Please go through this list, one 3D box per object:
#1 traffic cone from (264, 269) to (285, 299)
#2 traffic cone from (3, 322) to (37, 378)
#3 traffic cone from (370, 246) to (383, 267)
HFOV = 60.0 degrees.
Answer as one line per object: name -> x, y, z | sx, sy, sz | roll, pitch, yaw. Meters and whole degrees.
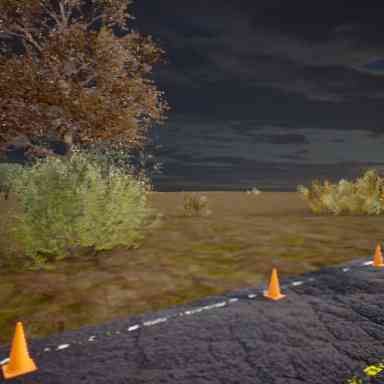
traffic cone -> 1.782, 1.953, 7.185 | 0.340, 0.580, 0.340 | 0, 0, -37
traffic cone -> -2.203, 1.962, 4.251 | 0.340, 0.580, 0.340 | 0, 0, -36
traffic cone -> 5.711, 1.944, 10.194 | 0.340, 0.580, 0.340 | 0, 0, -38
